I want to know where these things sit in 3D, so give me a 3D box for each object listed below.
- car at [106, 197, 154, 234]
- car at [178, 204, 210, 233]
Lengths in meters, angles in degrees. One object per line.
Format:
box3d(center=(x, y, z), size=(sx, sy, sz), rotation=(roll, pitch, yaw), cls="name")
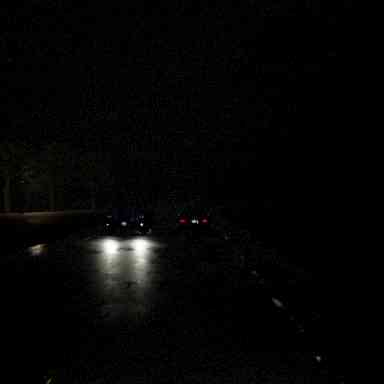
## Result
box3d(center=(-3.598, 1.345, 20.383), size=(2.150, 2.045, 5.566), rotation=(0, -1, 0), cls="car")
box3d(center=(0.103, 1.672, 20.459), size=(2.033, 1.411, 5.357), rotation=(0, -1, 0), cls="car")
